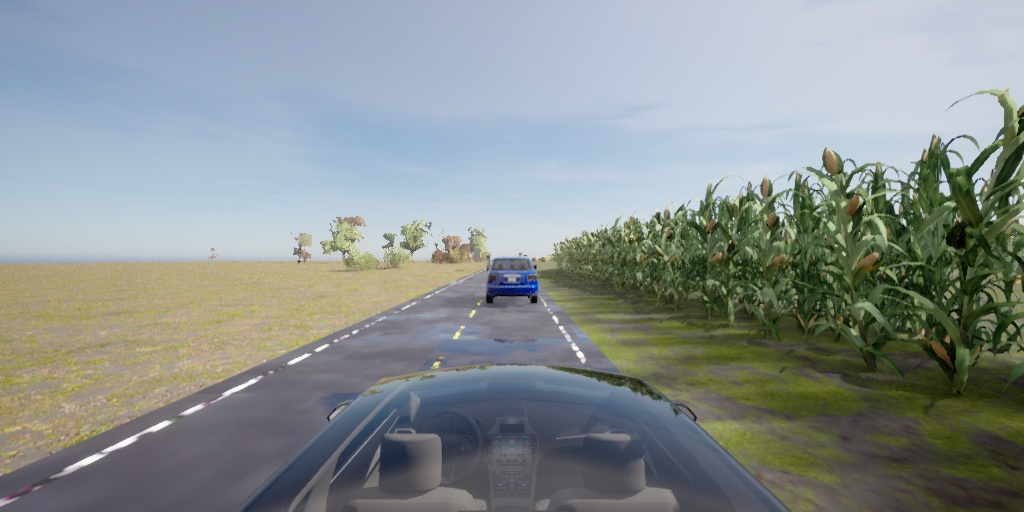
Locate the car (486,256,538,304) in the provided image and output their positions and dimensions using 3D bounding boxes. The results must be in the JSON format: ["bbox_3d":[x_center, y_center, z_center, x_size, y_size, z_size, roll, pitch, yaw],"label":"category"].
[{"bbox_3d":[0.000,1.014,16.529,2.150,2.045,5.566,0,0,0],"label":"car"}]

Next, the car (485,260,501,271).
[{"bbox_3d":[-2.746,1.323,52.503,2.128,1.511,4.902,0,0,0],"label":"car"}]
